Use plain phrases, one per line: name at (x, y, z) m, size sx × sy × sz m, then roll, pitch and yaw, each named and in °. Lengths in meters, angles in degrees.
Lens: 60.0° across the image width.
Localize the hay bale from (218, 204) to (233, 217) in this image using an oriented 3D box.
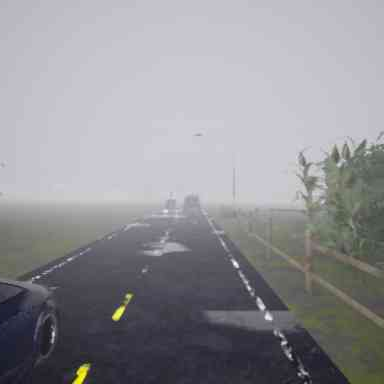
hay bale at (3.143, 1.757, 31.477) m, size 1.220 × 1.180 × 1.240 m, roll 1°, pitch 0°, yaw 0°

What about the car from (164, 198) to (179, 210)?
car at (-2.811, 1.665, 46.094) m, size 1.837 × 1.490 × 4.892 m, roll 0°, pitch 0°, yaw 0°

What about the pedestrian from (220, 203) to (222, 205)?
pedestrian at (2.838, 1.693, 32.599) m, size 0.375 × 1.300 × 0.375 m, roll -1°, pitch 0°, yaw 2°

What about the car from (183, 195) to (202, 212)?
car at (0.043, 1.365, 41.823) m, size 2.150 × 2.045 × 5.566 m, roll 0°, pitch 0°, yaw 1°

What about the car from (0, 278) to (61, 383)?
car at (-2.850, 1.573, 3.041) m, size 1.994 × 1.385 × 4.181 m, roll 0°, pitch 0°, yaw 0°
